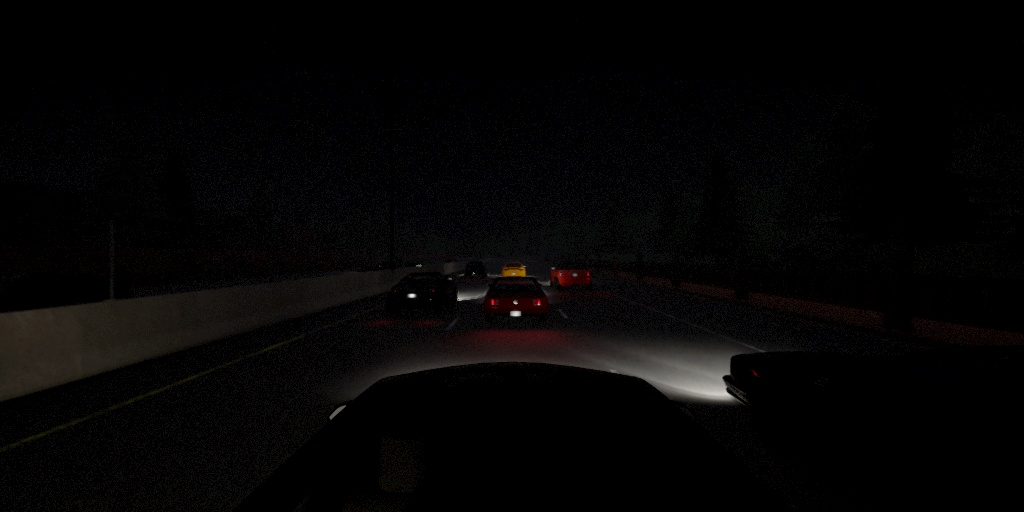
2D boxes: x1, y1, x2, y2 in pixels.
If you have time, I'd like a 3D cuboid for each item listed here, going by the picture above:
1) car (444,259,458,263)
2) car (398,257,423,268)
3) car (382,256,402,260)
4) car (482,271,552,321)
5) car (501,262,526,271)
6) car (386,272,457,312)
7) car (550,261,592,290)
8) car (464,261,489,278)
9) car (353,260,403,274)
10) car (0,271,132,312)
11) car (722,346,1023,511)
[{"bbox_3d":[-10.526,1.250,62.060,1.837,1.490,4.892,0,2,-1],"label":"car"},{"bbox_3d":[-14.016,1.300,50.917,2.033,1.411,5.357,0,0,0],"label":"car"},{"bbox_3d":[-17.505,0.973,52.504,2.150,2.045,5.566,0,0,0],"label":"car"},{"bbox_3d":[0.106,1.352,12.423,1.895,1.301,4.718,0,0,0],"label":"car"},{"bbox_3d":[0.133,1.231,30.292,1.882,1.535,5.008,0,0,0],"label":"car"},{"bbox_3d":[-3.386,1.315,14.142,1.994,1.385,4.181,0,0,0],"label":"car"},{"bbox_3d":[3.627,1.105,22.723,2.097,1.767,4.553,0,0,0],"label":"car"},{"bbox_3d":[-3.361,1.258,33.957,1.837,1.490,4.892,0,0,0],"label":"car"},{"bbox_3d":[-10.572,1.299,28.060,2.033,1.411,5.357,0,0,0],"label":"car"},{"bbox_3d":[-14.091,1.226,10.246,1.882,1.535,5.008,0,0,0],"label":"car"},{"bbox_3d":[3.600,1.298,2.089,2.033,1.411,5.357,0,0,0],"label":"car"}]
